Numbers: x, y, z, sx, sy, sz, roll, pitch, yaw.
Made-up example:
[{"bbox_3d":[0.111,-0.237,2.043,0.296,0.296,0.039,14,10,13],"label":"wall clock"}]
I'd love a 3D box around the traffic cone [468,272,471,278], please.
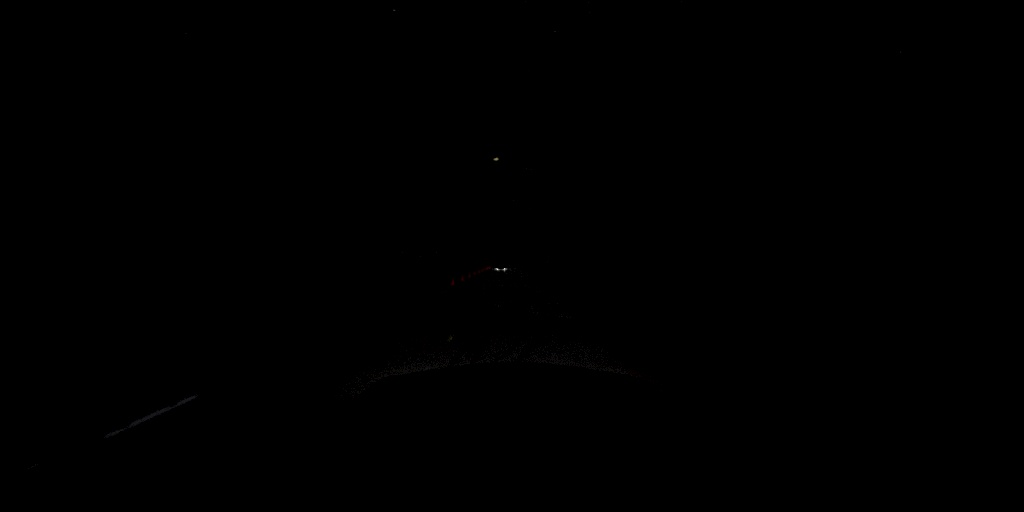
[{"bbox_3d":[-4.201,1.846,35.563,0.340,0.580,0.340,0,0,0],"label":"traffic cone"}]

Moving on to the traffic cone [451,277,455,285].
[{"bbox_3d":[-4.201,1.788,25.563,0.340,0.580,0.340,0,0,0],"label":"traffic cone"}]

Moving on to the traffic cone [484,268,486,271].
[{"bbox_3d":[-4.202,1.933,50.563,0.340,0.580,0.340,0,0,0],"label":"traffic cone"}]

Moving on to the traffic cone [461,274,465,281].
[{"bbox_3d":[-4.201,1.817,30.563,0.340,0.580,0.340,0,0,0],"label":"traffic cone"}]

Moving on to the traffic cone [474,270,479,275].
[{"bbox_3d":[-4.202,1.875,40.563,0.340,0.580,0.340,0,0,0],"label":"traffic cone"}]

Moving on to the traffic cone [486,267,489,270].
[{"bbox_3d":[-4.202,1.962,55.563,0.340,0.580,0.340,0,0,0],"label":"traffic cone"}]

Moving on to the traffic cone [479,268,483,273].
[{"bbox_3d":[-4.202,1.904,45.563,0.340,0.580,0.340,0,0,0],"label":"traffic cone"}]

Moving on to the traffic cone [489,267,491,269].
[{"bbox_3d":[-4.203,1.991,60.562,0.340,0.580,0.340,0,0,0],"label":"traffic cone"}]
